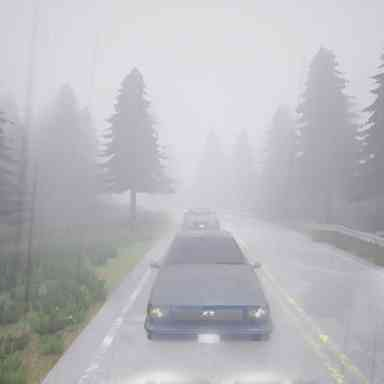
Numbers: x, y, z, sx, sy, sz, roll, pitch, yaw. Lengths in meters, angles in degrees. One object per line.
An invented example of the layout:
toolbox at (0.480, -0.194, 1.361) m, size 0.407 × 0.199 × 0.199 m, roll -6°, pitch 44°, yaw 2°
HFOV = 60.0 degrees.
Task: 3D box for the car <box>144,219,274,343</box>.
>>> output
car at (0.271, 1.557, 7.076) m, size 2.033 × 1.411 × 5.357 m, roll 0°, pitch 0°, yaw 1°

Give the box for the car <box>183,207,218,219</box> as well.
car at (0.448, 1.584, 19.161) m, size 1.994 × 1.385 × 4.181 m, roll 0°, pitch 0°, yaw -2°
